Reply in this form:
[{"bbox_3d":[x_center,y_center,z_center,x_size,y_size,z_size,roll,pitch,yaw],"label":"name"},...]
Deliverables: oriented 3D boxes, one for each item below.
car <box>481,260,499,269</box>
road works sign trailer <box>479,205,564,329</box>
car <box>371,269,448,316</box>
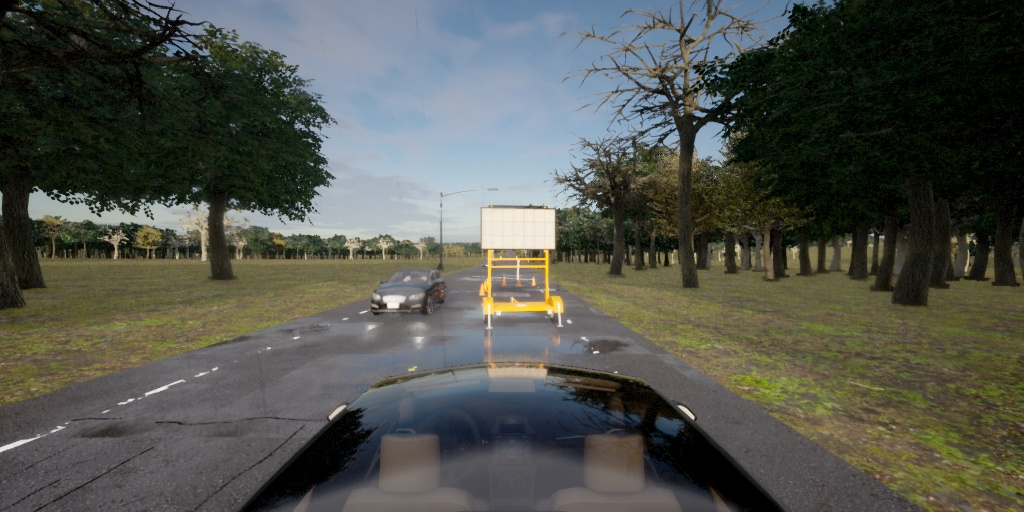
[{"bbox_3d":[-3.676,1.288,56.292,2.128,1.511,4.902,0,0,0],"label":"car"},{"bbox_3d":[0.180,0.211,11.369,2.380,3.560,2.880,0,0,-8],"label":"road works sign trailer"},{"bbox_3d":[-3.618,1.238,13.371,2.128,1.511,4.902,0,0,0],"label":"car"}]
